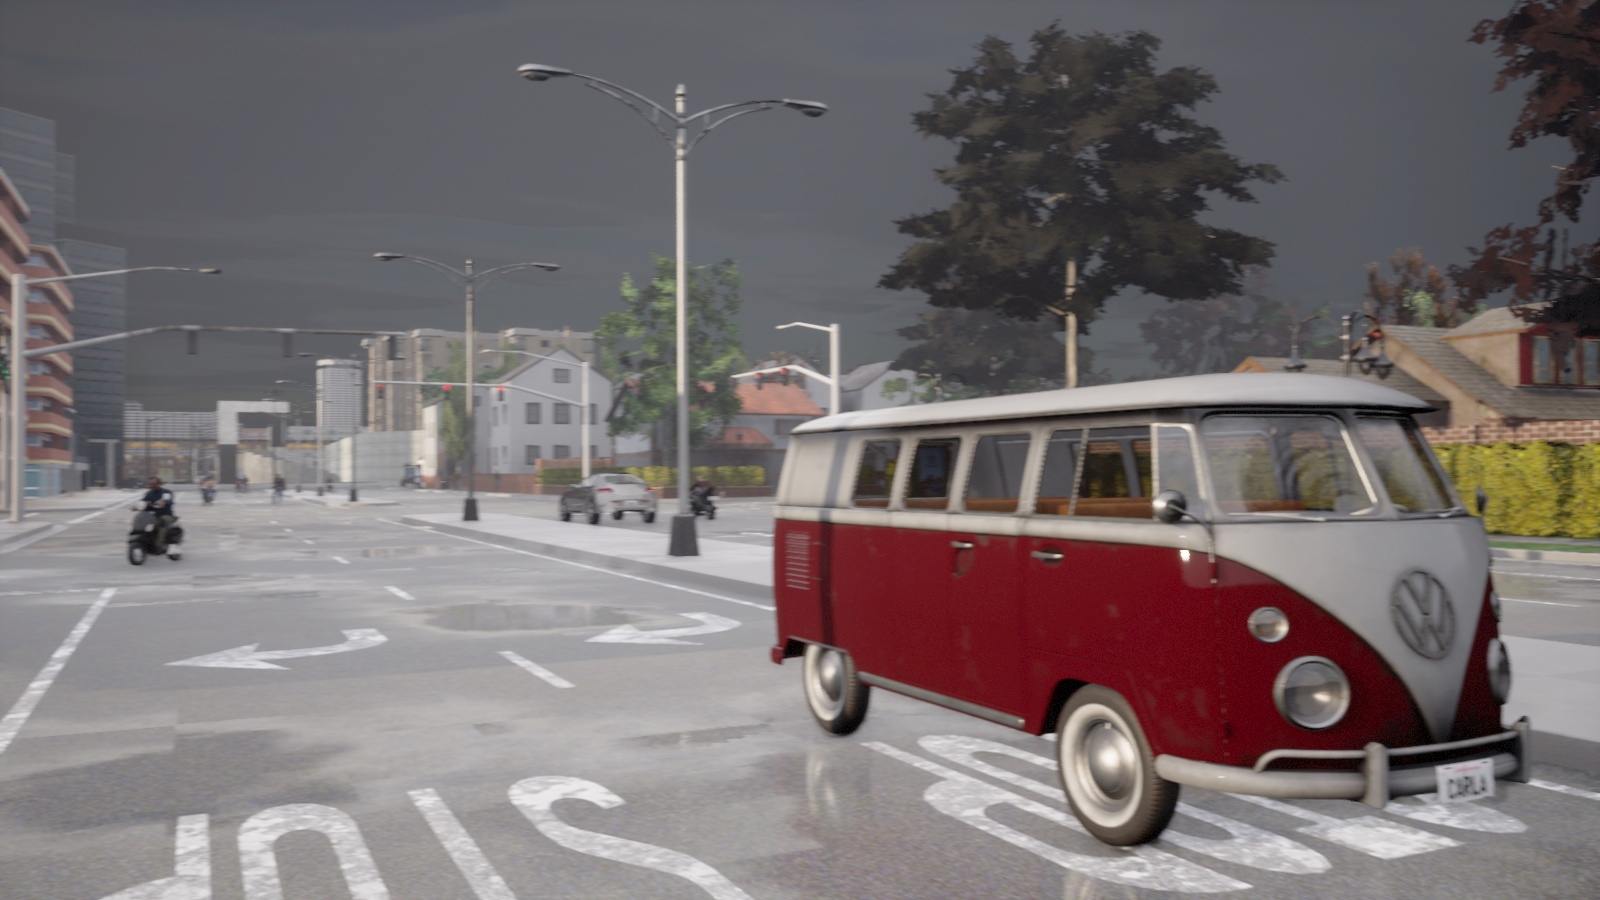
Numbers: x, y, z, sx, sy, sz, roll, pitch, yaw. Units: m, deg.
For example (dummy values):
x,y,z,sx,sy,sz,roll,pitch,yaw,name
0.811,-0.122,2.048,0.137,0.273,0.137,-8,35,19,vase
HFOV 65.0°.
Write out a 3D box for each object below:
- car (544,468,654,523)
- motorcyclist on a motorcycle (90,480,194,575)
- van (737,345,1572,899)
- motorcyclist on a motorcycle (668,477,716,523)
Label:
x,y,z,sx,sy,sz,roll,pitch,yaw,name
-6.657,1.452,41.140,2.152,1.651,5.027,0,-1,-26,car
-11.877,1.370,22.744,0.866,1.590,1.817,-3,-1,0,motorcyclist on a motorcycle
1.375,0.673,6.772,1.775,1.987,4.442,0,-1,-26,van
-3.725,1.700,43.113,0.866,1.530,2.191,0,-1,-26,motorcyclist on a motorcycle
